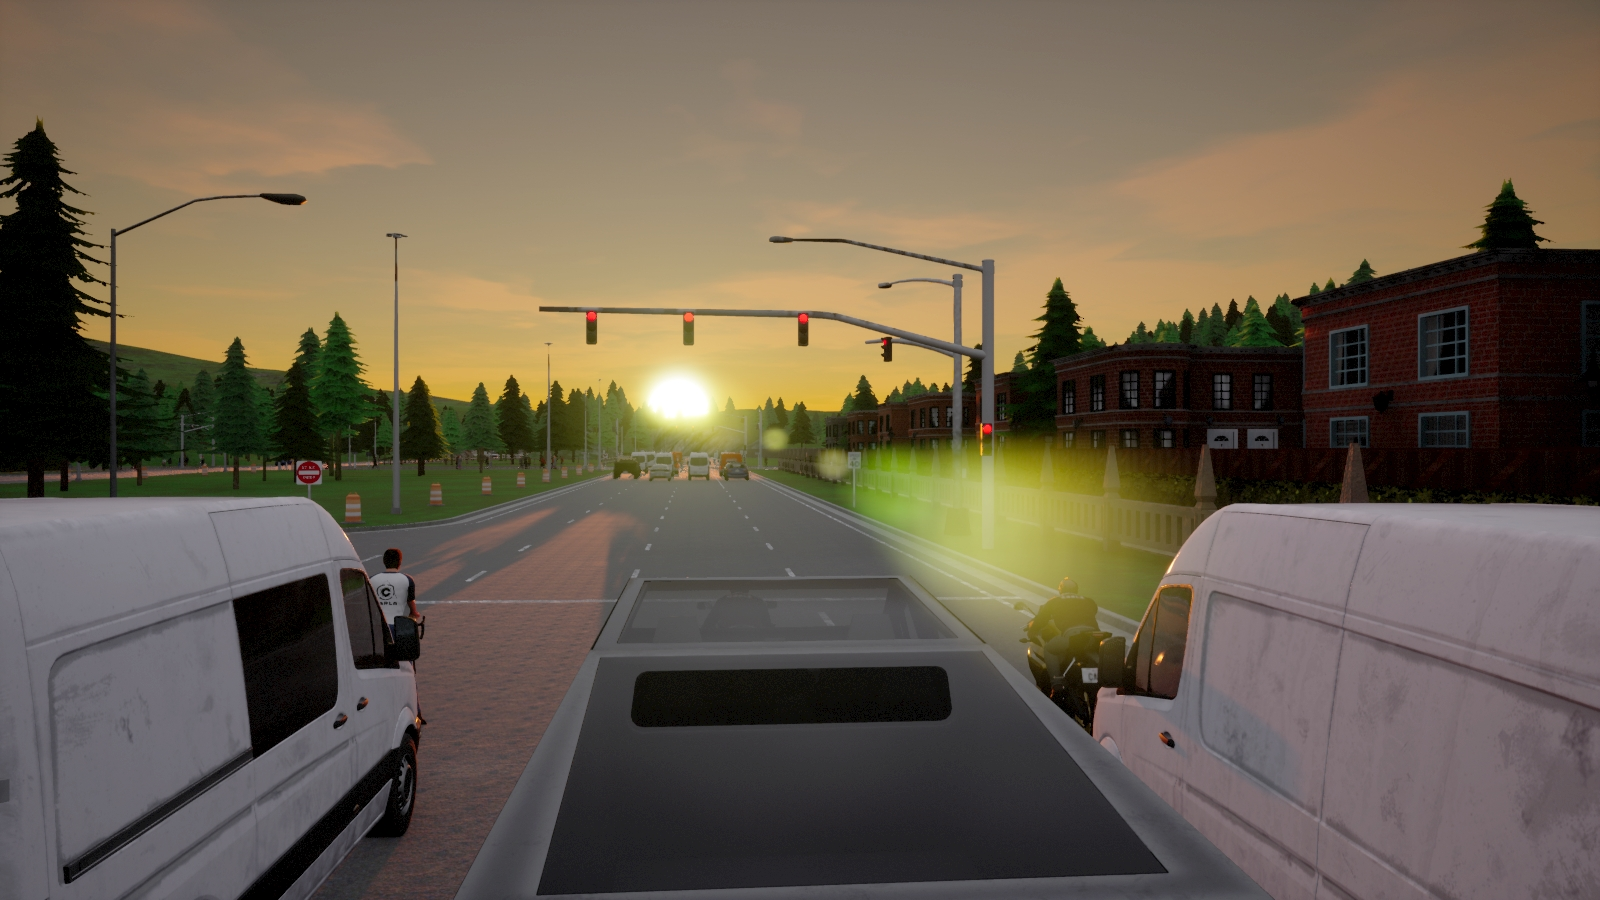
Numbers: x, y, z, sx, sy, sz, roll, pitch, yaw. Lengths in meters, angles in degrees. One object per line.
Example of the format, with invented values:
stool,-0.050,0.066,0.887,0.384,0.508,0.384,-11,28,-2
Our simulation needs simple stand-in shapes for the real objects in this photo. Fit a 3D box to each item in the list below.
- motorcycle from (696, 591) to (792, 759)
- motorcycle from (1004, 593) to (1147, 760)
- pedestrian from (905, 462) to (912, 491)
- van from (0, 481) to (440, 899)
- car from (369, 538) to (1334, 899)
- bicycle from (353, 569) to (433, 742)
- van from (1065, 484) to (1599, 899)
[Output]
motorcycle,-0.613,2.205,11.622,0.867,1.251,2.209,0,0,-6
motorcycle,2.714,2.205,11.543,0.867,1.251,2.209,0,0,-2
pedestrian,6.969,1.701,73.093,0.375,1.860,0.375,0,0,-5
van,-3.677,1.534,6.378,1.988,2.561,5.915,0,0,-5
car,-0.117,1.754,5.929,2.390,2.098,6.274,0,0,-5
bicycle,-4.173,2.056,11.794,0.373,1.496,1.643,0,0,-5
van,3.020,1.534,5.590,1.988,2.561,5.915,0,0,-1
